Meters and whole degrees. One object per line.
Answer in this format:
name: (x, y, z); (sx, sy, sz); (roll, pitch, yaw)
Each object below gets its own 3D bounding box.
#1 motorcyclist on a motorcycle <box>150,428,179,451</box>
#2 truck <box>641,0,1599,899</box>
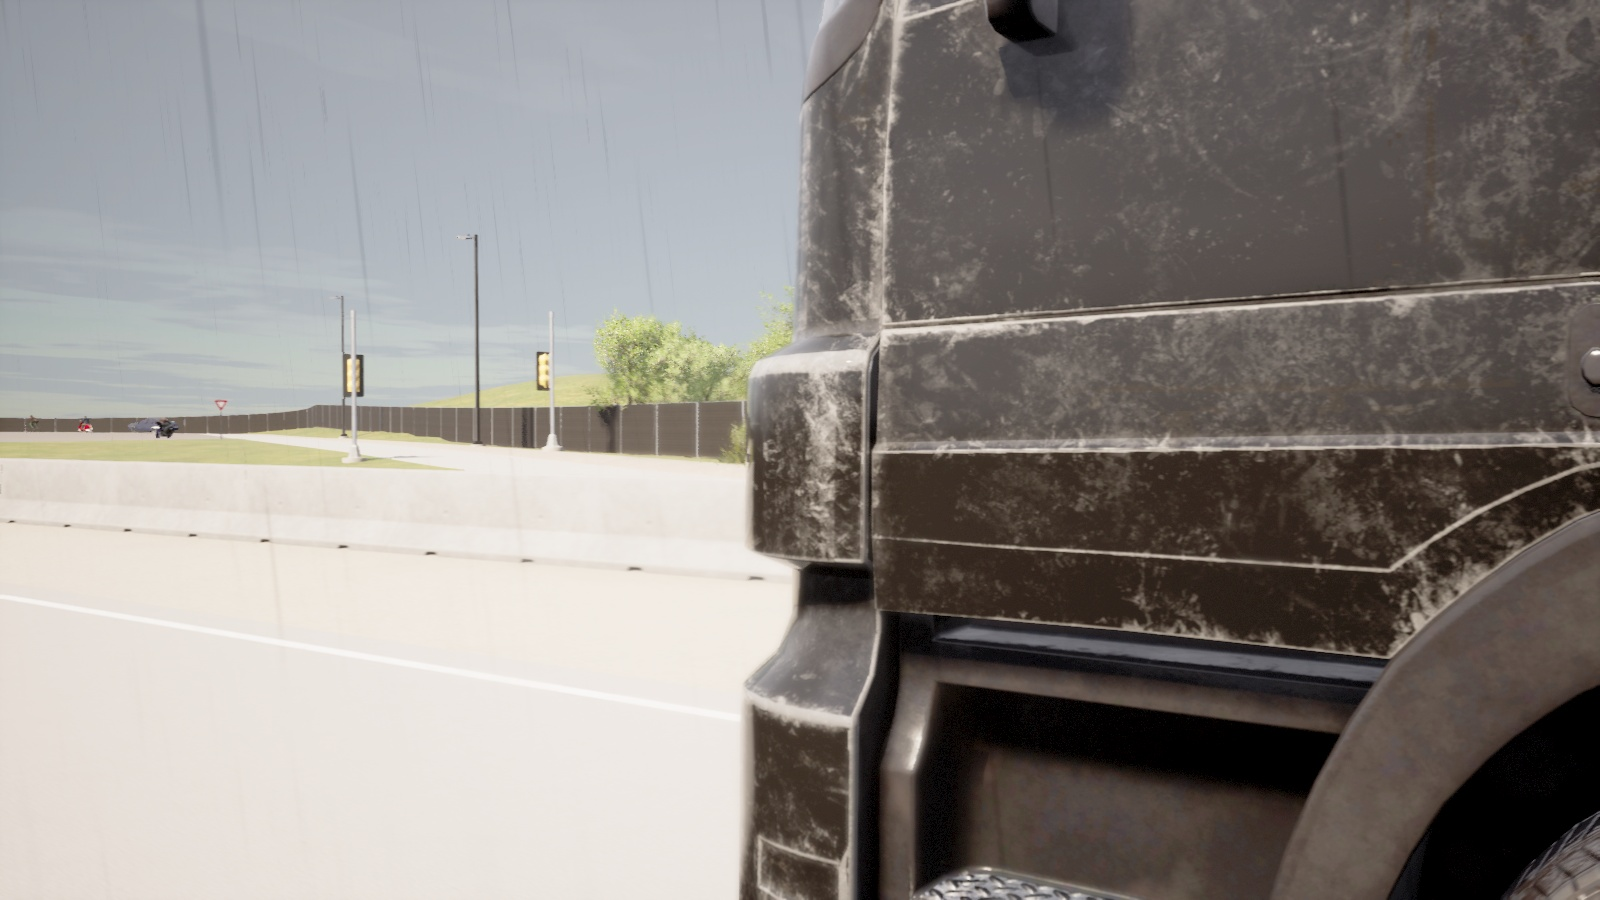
motorcyclist on a motorcycle: (-43.476, -0.725, 85.932); (0.866, 1.530, 2.191); (-2, 1, -2)
truck: (3.851, -0.300, 1.046); (7.936, 3.462, 2.891); (0, 1, 34)
